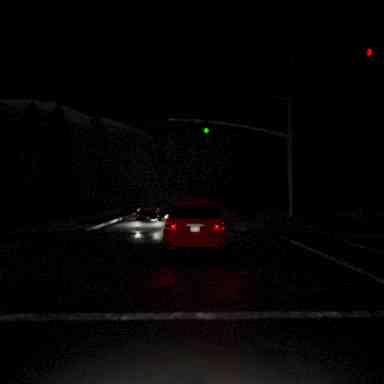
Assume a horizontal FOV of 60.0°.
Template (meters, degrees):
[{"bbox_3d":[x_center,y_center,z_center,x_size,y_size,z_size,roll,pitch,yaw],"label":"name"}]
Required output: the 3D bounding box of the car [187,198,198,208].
[{"bbox_3d":[0.088,1.818,55.100,1.837,1.490,4.892,0,0,0],"label":"car"}]

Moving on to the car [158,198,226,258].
[{"bbox_3d":[0.100,1.299,13.276,2.150,2.045,5.566,0,0,0],"label":"car"}]

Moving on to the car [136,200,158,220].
[{"bbox_3d":[-3.597,1.519,29.364,2.097,1.767,4.553,0,0,0],"label":"car"}]

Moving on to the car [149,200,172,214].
[{"bbox_3d":[-3.595,1.712,38.858,2.128,1.511,4.902,0,0,0],"label":"car"}]

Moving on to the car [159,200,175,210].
[{"bbox_3d":[-3.562,1.841,48.742,1.994,1.385,4.181,0,0,0],"label":"car"}]
